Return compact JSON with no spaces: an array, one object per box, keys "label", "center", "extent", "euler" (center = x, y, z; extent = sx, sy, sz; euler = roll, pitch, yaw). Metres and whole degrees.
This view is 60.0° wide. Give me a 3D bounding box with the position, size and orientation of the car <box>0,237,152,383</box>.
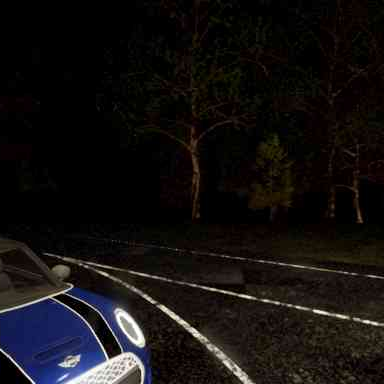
[{"label":"car","center":[-2.607,1.337,3.742],"extent":[4.553,1.767,2.097],"euler":[1,0,35]}]
